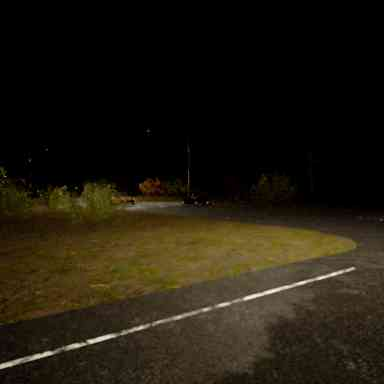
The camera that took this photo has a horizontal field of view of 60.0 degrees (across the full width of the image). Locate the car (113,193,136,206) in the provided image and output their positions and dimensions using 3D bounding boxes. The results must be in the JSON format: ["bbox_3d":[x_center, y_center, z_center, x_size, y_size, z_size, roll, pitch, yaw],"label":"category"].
[{"bbox_3d":[-9.153,0.937,43.655,2.097,1.767,4.553,-1,1,-37],"label":"car"}]

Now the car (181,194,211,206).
[{"bbox_3d":[0.428,1.019,42.613,1.837,1.490,4.892,-1,1,-37],"label":"car"}]
